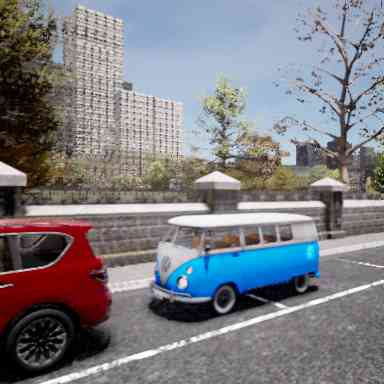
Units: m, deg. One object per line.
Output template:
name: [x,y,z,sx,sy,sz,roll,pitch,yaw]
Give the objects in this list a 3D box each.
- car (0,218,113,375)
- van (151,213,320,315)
car: [-3.480,1.310,4.077,5.009,1.841,2.192,1,0,-36]
van: [1.104,1.384,7.346,3.998,1.788,1.690,1,0,-36]
